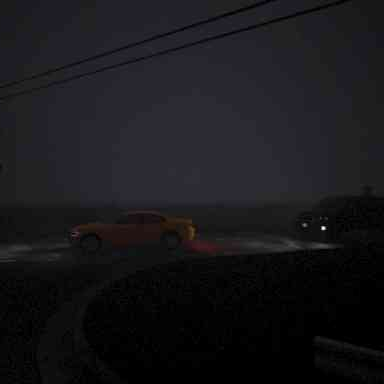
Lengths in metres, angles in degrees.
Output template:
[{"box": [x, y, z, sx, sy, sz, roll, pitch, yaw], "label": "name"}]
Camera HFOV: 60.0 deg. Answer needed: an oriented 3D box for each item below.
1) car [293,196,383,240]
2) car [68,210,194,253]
[{"box": [7.872, 1.231, 17.302, 5.566, 2.045, 2.150, 0, 0, -27], "label": "car"}, {"box": [-2.432, 1.506, 13.673, 5.008, 1.535, 1.882, 0, 0, -14], "label": "car"}]
